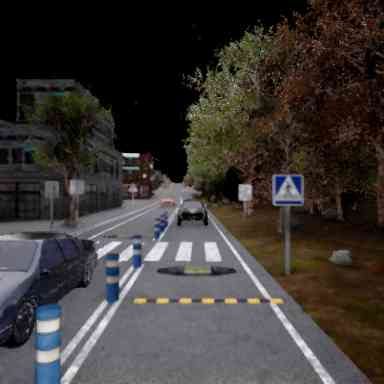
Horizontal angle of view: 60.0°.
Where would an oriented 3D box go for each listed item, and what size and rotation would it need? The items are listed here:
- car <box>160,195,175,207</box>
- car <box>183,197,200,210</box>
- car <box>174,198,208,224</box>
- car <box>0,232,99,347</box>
[{"bbox_3d":[-3.563,1.240,49.732,2.097,1.767,4.553,0,0,0],"label":"car"},{"bbox_3d":[-0.075,1.463,43.013,2.033,1.411,5.357,0,0,0],"label":"car"},{"bbox_3d":[0.032,1.322,24.393,2.097,1.767,4.553,0,0,0],"label":"car"},{"bbox_3d":[-3.356,1.546,6.557,2.033,1.411,5.357,0,0,0],"label":"car"}]
